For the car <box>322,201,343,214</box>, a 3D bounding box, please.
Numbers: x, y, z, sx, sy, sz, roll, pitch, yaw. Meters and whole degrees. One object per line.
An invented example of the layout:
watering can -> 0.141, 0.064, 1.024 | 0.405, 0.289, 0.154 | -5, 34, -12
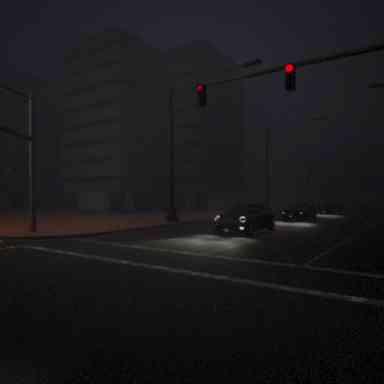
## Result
car -> 15.072, 1.637, 36.266 | 2.033, 1.411, 5.357 | -1, 0, 36

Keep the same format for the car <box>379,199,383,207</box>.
car -> 29.616, 1.657, 50.425 | 1.895, 1.301, 4.718 | -1, 0, 35

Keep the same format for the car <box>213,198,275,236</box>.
car -> 3.099, 1.440, 19.381 | 2.097, 1.767, 4.553 | -1, 0, 36

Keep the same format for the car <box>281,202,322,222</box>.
car -> 9.012, 1.615, 27.723 | 1.812, 1.442, 4.674 | -1, 0, 36
